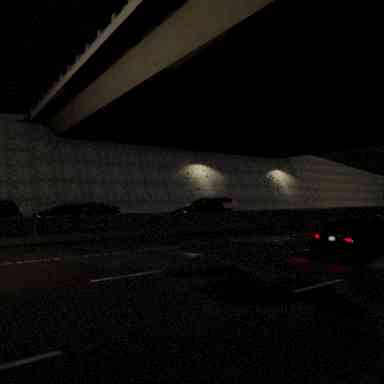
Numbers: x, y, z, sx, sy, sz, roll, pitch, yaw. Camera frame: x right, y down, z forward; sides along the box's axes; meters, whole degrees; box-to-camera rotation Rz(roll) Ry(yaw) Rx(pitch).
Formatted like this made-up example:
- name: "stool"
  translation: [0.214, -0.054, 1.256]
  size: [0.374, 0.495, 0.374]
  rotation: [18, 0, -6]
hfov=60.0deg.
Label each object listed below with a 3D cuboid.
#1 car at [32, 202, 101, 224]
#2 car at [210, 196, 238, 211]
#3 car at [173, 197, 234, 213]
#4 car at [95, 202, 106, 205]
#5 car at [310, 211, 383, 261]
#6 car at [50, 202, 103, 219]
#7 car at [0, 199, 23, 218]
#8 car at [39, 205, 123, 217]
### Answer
- name: "car"
  translation: [-8.948, 1.634, 23.323]
  size: [4.181, 1.385, 1.994]
  rotation: [1, -1, -35]
- name: "car"
  translation: [1.744, 1.435, 30.953]
  size: [5.566, 2.045, 2.150]
  rotation: [1, -1, -35]
- name: "car"
  translation: [0.650, 1.522, 25.897]
  size: [4.553, 1.767, 2.097]
  rotation: [1, 0, -35]
- name: "car"
  translation: [-8.581, 1.561, 27.844]
  size: [5.357, 1.411, 2.033]
  rotation: [1, 0, -36]
- name: "car"
  translation: [6.872, 1.689, 12.950]
  size: [5.357, 1.411, 2.033]
  rotation: [1, 0, -35]
- name: "car"
  translation: [-10.621, 1.667, 30.689]
  size: [4.181, 1.385, 1.994]
  rotation: [1, 0, -35]
- name: "car"
  translation: [-14.605, 1.374, 23.658]
  size: [4.553, 1.767, 2.097]
  rotation: [1, 0, -35]
- name: "car"
  translation: [-6.597, 1.675, 20.694]
  size: [4.718, 1.301, 1.895]
  rotation: [1, 0, -35]
